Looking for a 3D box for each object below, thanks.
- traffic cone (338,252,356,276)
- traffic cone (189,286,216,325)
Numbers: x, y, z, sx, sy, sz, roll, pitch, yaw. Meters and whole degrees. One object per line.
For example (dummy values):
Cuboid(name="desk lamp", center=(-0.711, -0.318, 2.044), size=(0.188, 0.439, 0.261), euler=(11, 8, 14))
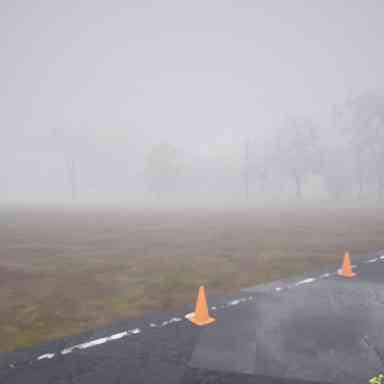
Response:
Cuboid(name="traffic cone", center=(4.081, 1.871, 8.758), size=(0.340, 0.580, 0.340), euler=(-1, 0, -38))
Cuboid(name="traffic cone", center=(0.173, 1.925, 5.754), size=(0.340, 0.580, 0.340), euler=(-1, 0, -37))
